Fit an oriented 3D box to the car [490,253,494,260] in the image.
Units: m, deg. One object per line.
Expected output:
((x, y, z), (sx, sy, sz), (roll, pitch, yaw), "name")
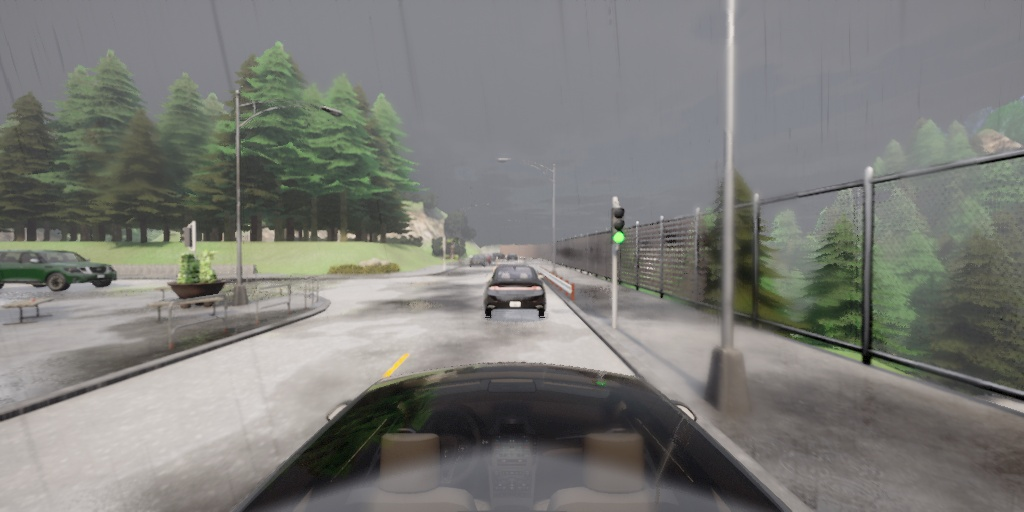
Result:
((-4.067, 0.374, 53.351), (1.882, 1.535, 5.008), (0, 1, 0), "car")

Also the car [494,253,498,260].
((-3.997, 0.255, 63.470), (1.812, 1.442, 4.674), (0, 1, 0), "car")

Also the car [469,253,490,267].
((-4.093, 0.559, 43.830), (1.837, 1.490, 4.892), (0, 1, 0), "car")

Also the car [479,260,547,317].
((0.094, 1.068, 12.229), (2.128, 1.511, 4.902), (0, 1, 0), "car")

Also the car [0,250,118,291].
((-23.958, 0.693, 18.492), (5.566, 2.045, 2.150), (0, 1, 0), "car")
